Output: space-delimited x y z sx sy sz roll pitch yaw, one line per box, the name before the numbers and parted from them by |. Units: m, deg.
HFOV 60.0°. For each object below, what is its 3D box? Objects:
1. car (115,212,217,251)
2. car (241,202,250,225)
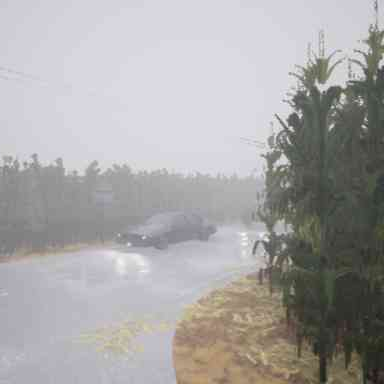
car | -0.906 1.635 15.062 2.033 1.411 5.357 -1 0 36
car | 5.624 1.309 24.311 2.150 2.045 5.566 -1 0 35
